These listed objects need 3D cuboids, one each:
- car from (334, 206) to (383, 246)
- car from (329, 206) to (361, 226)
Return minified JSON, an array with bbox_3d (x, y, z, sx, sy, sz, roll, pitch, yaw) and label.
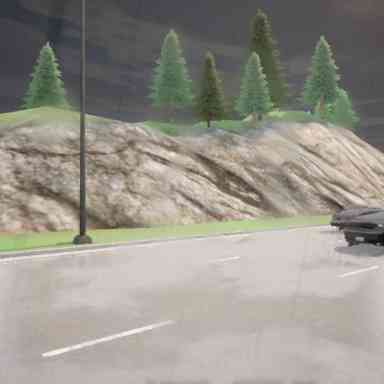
[{"bbox_3d":[8.319,1.506,14.001,4.892,1.490,1.837,-1,0,-36],"label":"car"},{"bbox_3d":[10.395,1.547,19.791,5.357,1.411,2.033,0,0,-36],"label":"car"}]
